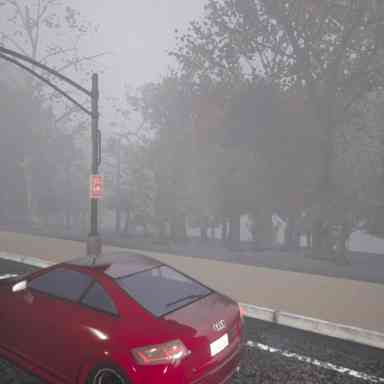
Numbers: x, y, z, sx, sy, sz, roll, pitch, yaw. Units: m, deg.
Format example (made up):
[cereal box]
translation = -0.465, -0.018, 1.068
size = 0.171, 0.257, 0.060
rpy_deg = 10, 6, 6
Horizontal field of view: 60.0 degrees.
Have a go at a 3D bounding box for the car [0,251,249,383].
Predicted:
[car]
translation = -1.347, 1.563, 4.641
size = 4.181, 1.385, 1.994
rpy_deg = 0, 0, 35
